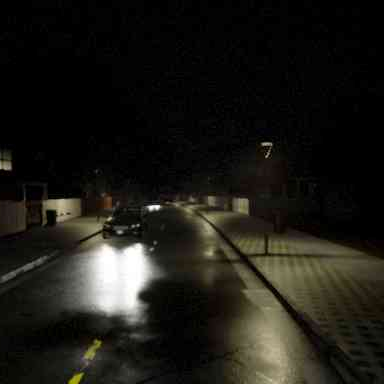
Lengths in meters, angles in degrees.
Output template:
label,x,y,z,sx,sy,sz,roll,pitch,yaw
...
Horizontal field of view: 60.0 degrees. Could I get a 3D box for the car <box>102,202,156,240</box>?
label,x,y,z,sx,sy,sz,roll,pitch,yaw
car,-3.226,1.489,16.946,2.128,1.511,4.902,0,0,-2

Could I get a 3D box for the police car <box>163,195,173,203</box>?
label,x,y,z,sx,sy,sz,roll,pitch,yaw
police car,-5.381,1.607,75.543,1.930,1.638,5.238,0,0,-9

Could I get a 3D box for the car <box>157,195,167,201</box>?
label,x,y,z,sx,sy,sz,roll,pitch,yaw
car,-8.209,1.648,91.228,2.097,1.767,4.553,0,0,-11

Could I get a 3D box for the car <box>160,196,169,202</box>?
label,x,y,z,sx,sy,sz,roll,pitch,yaw
car,-7.082,1.727,85.334,1.882,1.535,5.008,0,0,-10

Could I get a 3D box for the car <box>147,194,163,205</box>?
label,x,y,z,sx,sy,sz,roll,pitch,yaw
car,-6.732,1.599,59.717,2.128,1.511,4.902,0,0,-7
